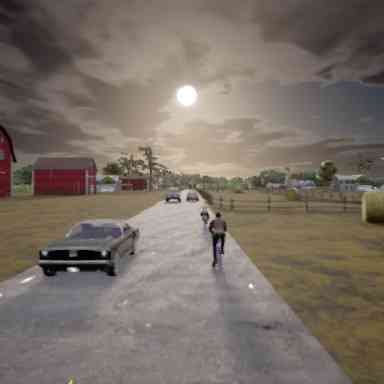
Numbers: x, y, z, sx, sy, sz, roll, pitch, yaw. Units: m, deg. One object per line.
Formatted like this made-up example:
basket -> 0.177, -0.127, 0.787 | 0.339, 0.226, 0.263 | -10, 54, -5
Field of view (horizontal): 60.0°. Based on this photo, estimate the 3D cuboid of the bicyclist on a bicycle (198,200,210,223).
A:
bicyclist on a bicycle -> 0.758, 1.276, 19.542 | 0.866, 1.612, 1.509 | 0, 0, 0

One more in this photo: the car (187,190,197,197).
car -> 0.007, 0.304, 73.660 | 2.033, 1.411, 5.357 | 0, 1, 0

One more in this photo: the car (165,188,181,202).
car -> -2.824, 0.452, 50.561 | 2.150, 2.045, 5.566 | 0, 1, 0

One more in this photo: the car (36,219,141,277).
car -> -2.849, 1.544, 10.193 | 1.895, 1.301, 4.718 | 0, 1, 0

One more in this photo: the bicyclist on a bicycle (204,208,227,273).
bicyclist on a bicycle -> 0.758, 1.402, 9.556 | 0.582, 1.620, 1.656 | 0, 0, 0

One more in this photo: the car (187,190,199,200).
car -> 0.103, 0.687, 55.776 | 1.994, 1.385, 4.181 | 0, 1, 0
